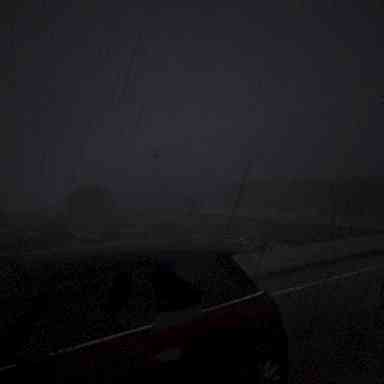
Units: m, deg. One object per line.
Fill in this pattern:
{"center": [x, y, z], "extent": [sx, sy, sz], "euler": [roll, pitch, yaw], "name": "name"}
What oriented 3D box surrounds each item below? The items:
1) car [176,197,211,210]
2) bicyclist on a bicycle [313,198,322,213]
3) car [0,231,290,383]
{"center": [0.458, 1.492, 41.947], "extent": [2.128, 1.511, 4.902], "euler": [0, 0, -34], "name": "car"}
{"center": [13.430, 1.436, 35.597], "extent": [1.656, 1.620, 0.582], "euler": [-1, 1, -35], "name": "bicyclist on a bicycle"}
{"center": [-1.202, 1.351, 3.125], "extent": [4.553, 1.767, 2.097], "euler": [0, 0, -35], "name": "car"}
